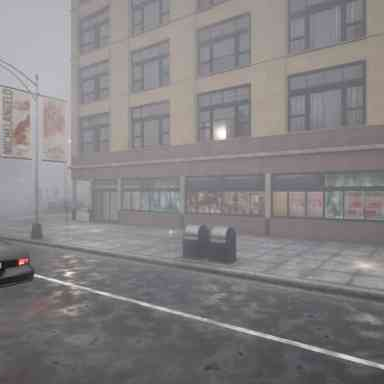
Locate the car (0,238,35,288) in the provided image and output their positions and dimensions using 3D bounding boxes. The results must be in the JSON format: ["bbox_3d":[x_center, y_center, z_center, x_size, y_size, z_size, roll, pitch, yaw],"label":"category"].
[{"bbox_3d":[-6.014,1.547,8.156,5.357,1.411,2.033,0,0,35],"label":"car"}]

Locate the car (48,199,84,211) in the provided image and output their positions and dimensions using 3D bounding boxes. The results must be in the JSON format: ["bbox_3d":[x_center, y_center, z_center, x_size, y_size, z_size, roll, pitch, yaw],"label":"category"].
[{"bbox_3d":[-15.417,1.564,40.889,1.994,1.385,4.181,0,0,35],"label":"car"}]
